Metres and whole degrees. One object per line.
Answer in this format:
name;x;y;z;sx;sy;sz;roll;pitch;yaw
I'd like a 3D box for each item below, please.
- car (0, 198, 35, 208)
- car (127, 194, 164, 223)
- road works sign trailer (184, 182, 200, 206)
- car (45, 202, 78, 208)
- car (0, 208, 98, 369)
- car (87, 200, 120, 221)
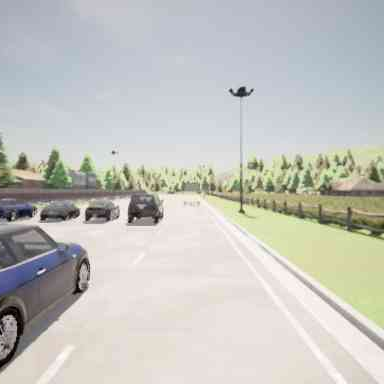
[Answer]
car;-13.899;1.275;25.649;2.097;1.767;4.553;0;0;0
car;-3.399;1.147;25.059;2.150;2.045;5.566;0;0;0
road works sign trailer;0.003;0.315;50.467;2.380;3.560;2.880;0;0;0
car;-10.399;1.485;26.575;1.994;1.385;4.181;0;0;0
car;-3.399;1.334;5.857;2.097;1.767;4.553;0;0;0
car;-6.899;1.427;25.984;1.837;1.490;4.892;0;0;0
